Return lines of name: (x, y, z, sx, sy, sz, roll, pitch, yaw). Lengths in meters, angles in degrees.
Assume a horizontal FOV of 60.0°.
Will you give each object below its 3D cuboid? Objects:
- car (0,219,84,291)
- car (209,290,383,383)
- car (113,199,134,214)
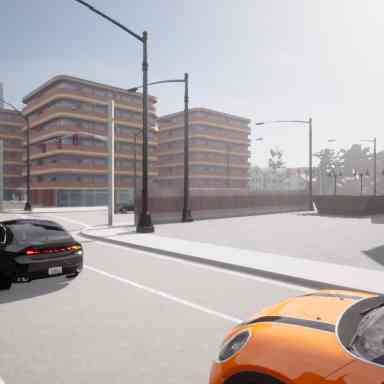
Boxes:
car: (-4.708, 1.505, 9.187, 1.837, 1.490, 4.892, 0, 0, -43)
car: (2.302, 1.352, 2.314, 4.553, 1.767, 2.097, 0, 0, 40)
car: (-6.304, 1.491, 34.998, 4.902, 1.511, 2.128, 0, 0, -44)
